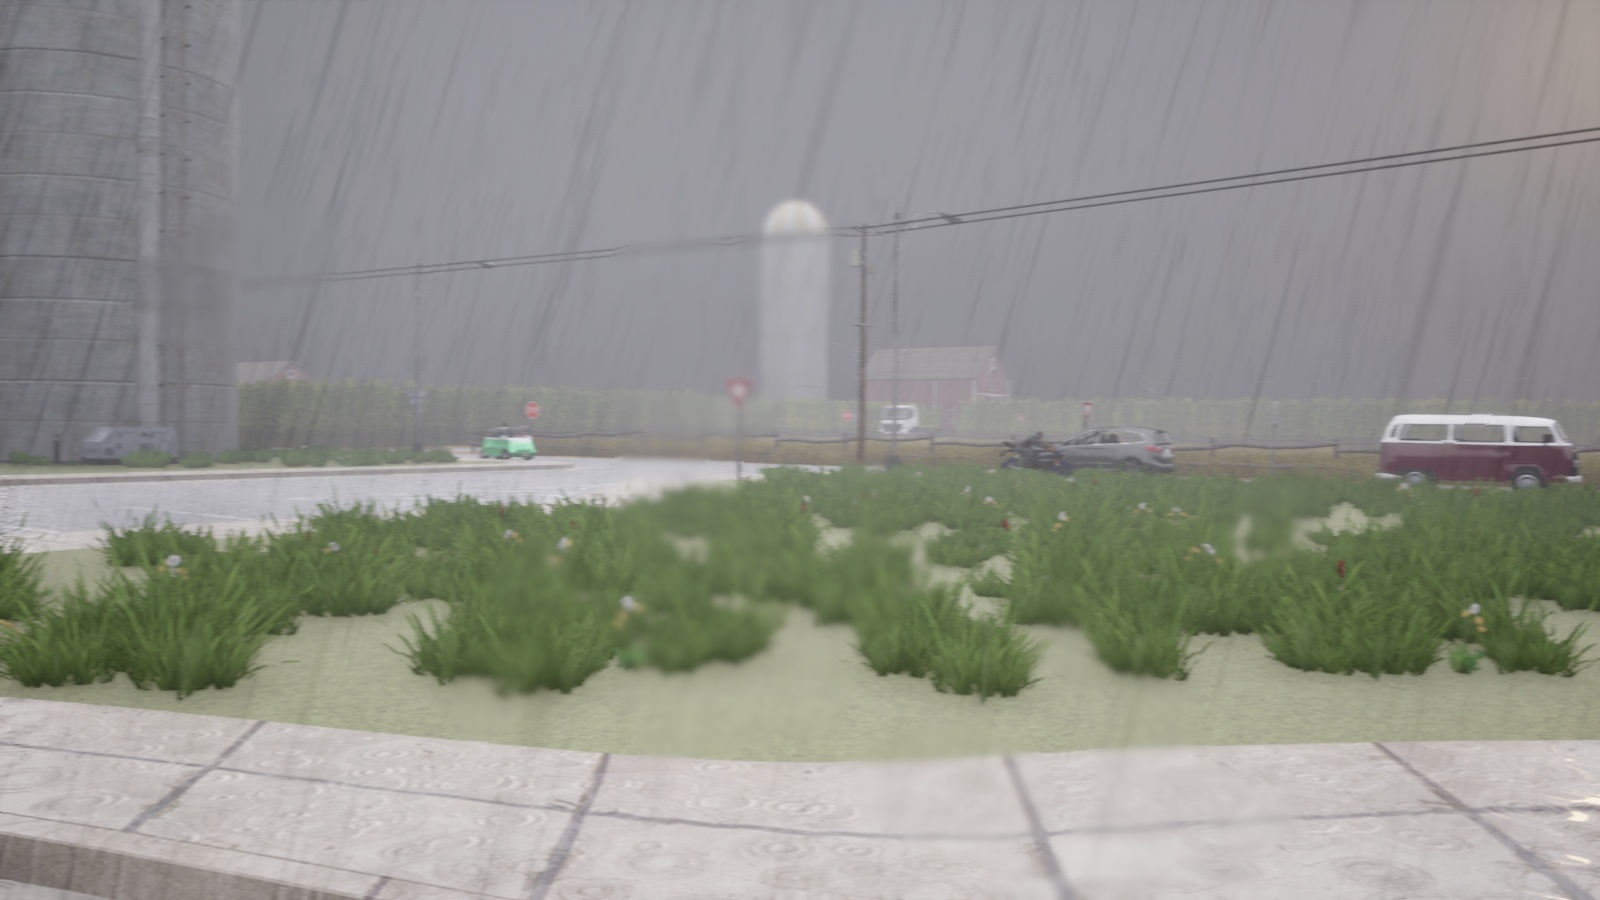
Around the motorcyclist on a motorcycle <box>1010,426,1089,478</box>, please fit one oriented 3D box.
[{"bbox_3d":[7.570,0.042,38.125,2.191,1.530,0.866,0,2,28],"label":"motorcyclist on a motorcycle"}]

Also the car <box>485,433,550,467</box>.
[{"bbox_3d":[-11.572,-0.007,51.493,2.207,1.376,1.481,0,1,35],"label":"car"}]

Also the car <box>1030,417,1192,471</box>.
[{"bbox_3d":[10.102,-0.223,40.835,4.611,1.667,2.242,0,1,35],"label":"car"}]

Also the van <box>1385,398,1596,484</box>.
[{"bbox_3d":[17.355,-0.240,31.639,4.480,2.038,2.069,0,1,34],"label":"van"}]
